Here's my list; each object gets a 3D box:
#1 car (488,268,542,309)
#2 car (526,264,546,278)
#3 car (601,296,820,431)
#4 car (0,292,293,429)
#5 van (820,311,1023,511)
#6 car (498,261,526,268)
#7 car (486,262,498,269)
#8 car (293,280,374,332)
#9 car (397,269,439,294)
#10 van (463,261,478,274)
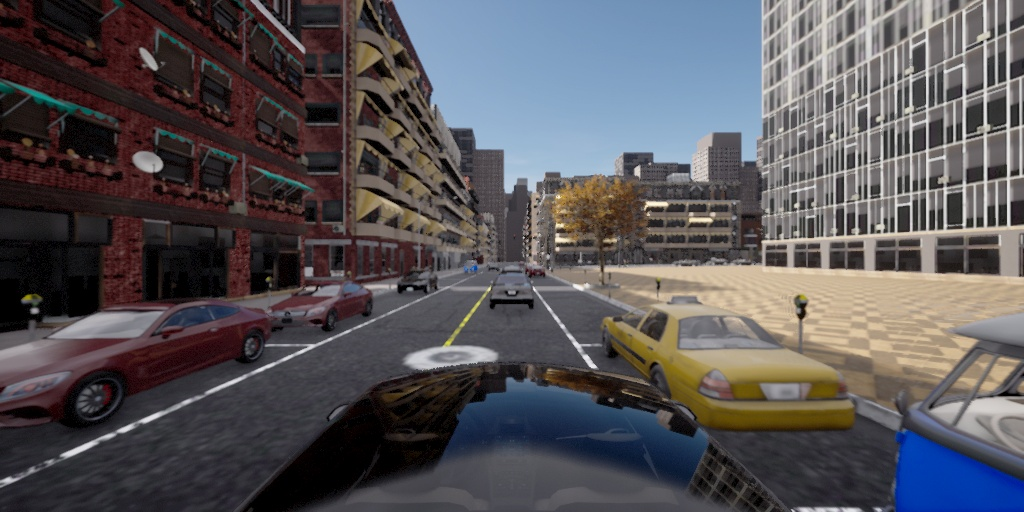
[{"bbox_3d":[-0.009,1.429,15.826,2.033,1.411,5.357,0,-1,0],"label":"car"},{"bbox_3d":[2.665,1.649,38.812,1.888,1.381,4.507,0,0,0],"label":"car"},{"bbox_3d":[2.685,1.312,5.823,1.751,1.417,4.829,0,0,0],"label":"car"},{"bbox_3d":[-5.695,1.368,5.649,1.802,1.307,4.207,0,0,0],"label":"car"},{"bbox_3d":[2.688,1.076,0.128,1.690,1.789,3.998,0,0,0],"label":"van"},{"bbox_3d":[-0.014,1.507,31.309,1.882,1.535,5.008,0,0,0],"label":"car"},{"bbox_3d":[-3.040,1.834,60.252,1.837,1.490,4.892,0,-1,0],"label":"car"},{"bbox_3d":[-5.699,1.419,11.175,1.802,1.307,4.207,0,0,0],"label":"car"},{"bbox_3d":[-5.705,1.507,22.228,1.948,1.339,4.313,0,0,0],"label":"car"},{"bbox_3d":[-5.722,1.556,49.859,1.690,1.789,3.998,0,0,0],"label":"van"}]
